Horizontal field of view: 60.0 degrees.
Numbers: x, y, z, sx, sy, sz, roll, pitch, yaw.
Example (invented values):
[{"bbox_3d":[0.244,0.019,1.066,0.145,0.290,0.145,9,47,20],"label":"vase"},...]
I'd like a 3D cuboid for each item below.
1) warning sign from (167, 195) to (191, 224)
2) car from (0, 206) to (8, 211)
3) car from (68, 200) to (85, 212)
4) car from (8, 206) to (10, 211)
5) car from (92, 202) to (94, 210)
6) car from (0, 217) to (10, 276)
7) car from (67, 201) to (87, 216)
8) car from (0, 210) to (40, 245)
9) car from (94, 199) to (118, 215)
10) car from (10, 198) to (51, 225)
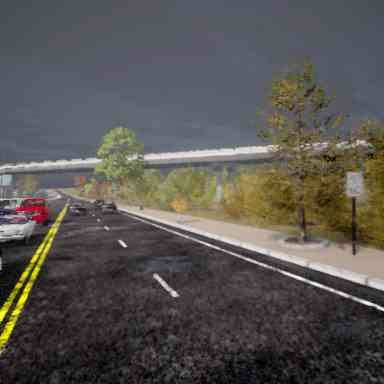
[{"bbox_3d":[-0.842,1.116,21.860,1.300,1.860,1.060,0,1,-20],"label":"warning sign"},{"bbox_3d":[-14.956,1.875,23.611,2.128,1.511,4.902,-2,0,-20],"label":"car"},{"bbox_3d":[-16.318,1.959,46.915,2.033,1.411,5.357,-2,0,-20],"label":"car"},{"bbox_3d":[-18.357,2.071,33.175,1.895,1.301,4.718,-2,0,-19],"label":"car"},{"bbox_3d":[-13.383,1.837,48.369,1.837,1.490,4.892,-2,0,-19],"label":"car"},{"bbox_3d":[-5.818,1.628,7.708,1.882,1.535,5.008,-2,0,-20],"label":"car"},{"bbox_3d":[-12.689,1.805,36.783,2.128,1.511,4.902,-2,0,-20],"label":"car"},{"bbox_3d":[-8.961,1.827,16.493,1.895,1.301,4.718,-2,0,-20],"label":"car"},{"bbox_3d":[-9.631,1.720,37.874,2.128,1.511,4.902,-2,0,-20],"label":"car"},{"bbox_3d":[-12.498,1.535,26.424,2.150,2.045,5.566,-2,0,-19],"label":"car"}]
